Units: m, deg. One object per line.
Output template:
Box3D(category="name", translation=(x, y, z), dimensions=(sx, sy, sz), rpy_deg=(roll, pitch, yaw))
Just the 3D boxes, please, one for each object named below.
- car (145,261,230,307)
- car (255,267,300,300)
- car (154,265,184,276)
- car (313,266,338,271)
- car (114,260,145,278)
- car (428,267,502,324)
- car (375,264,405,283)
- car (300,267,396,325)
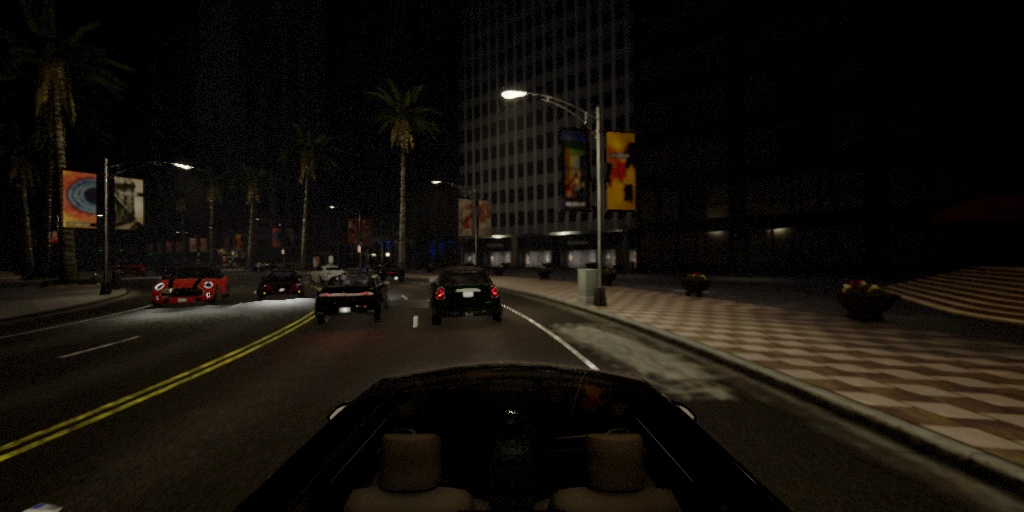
Box3D(category="car", translation=(-14.931, 1.280, 16.931), dimensions=(2.097, 1.767, 4.553), rpy_deg=(-1, 0, -31))
Box3D(category="car", translation=(-12.257, 1.474, 19.241), dimensions=(1.994, 1.385, 4.181), rpy_deg=(0, 0, -31))
Box3D(category="car", translation=(-44.358, 1.880, 46.356), dimensions=(4.718, 1.301, 1.895), rpy_deg=(-1, 0, 35))
Box3D(category="car", translation=(-14.771, 1.486, 28.798), dimensions=(1.812, 1.442, 4.674), rpy_deg=(0, 0, -42))
Box3D(category="car", translation=(-46.203, 1.521, 43.361), dimensions=(5.566, 2.045, 2.150), rpy_deg=(-1, 0, 35))
Box3D(category="car", translation=(-1.782, 1.149, 12.481), dimensions=(2.097, 1.767, 4.553), rpy_deg=(-1, 0, -14))
Box3D(category="car", translation=(-10.214, 1.424, 28.823), dimensions=(1.837, 1.490, 4.892), rpy_deg=(0, -1, -39))
Box3D(category="car", translation=(-5.363, 1.320, 12.445), dimensions=(2.128, 1.511, 4.902), rpy_deg=(0, 0, -16))
